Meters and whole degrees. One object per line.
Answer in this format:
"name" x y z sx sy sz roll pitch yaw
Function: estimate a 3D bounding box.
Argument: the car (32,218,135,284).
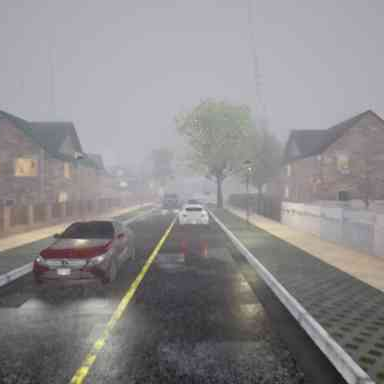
"car" -2.844 1.526 9.721 1.812 1.442 4.674 0 0 0

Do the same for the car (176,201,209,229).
"car" 0.109 1.522 21.575 1.812 1.442 4.674 0 0 0

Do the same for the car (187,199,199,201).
"car" 0.116 1.515 39.835 1.812 1.442 4.674 0 0 0

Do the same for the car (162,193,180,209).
"car" -2.812 1.211 44.905 2.150 2.045 5.566 0 0 0
